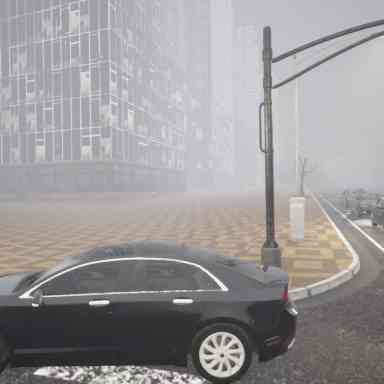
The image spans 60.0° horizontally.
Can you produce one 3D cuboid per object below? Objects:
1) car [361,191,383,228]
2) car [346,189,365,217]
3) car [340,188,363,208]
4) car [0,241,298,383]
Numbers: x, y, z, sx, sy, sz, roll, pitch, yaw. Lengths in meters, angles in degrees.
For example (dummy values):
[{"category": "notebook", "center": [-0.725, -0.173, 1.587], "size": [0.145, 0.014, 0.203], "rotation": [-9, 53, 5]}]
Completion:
[{"category": "car", "center": [9.065, 0.928, 14.380], "size": [2.128, 1.511, 4.902], "rotation": [-1, 2, 18]}, {"category": "car", "center": [11.122, 0.759, 20.671], "size": [1.994, 1.385, 4.181], "rotation": [-1, 2, 17]}, {"category": "car", "center": [13.125, 0.454, 26.732], "size": [2.128, 1.511, 4.902], "rotation": [-1, 2, 18]}, {"category": "car", "center": [-1.039, 1.505, 4.758], "size": [4.892, 1.490, 1.837], "rotation": [0, 0, 0]}]
